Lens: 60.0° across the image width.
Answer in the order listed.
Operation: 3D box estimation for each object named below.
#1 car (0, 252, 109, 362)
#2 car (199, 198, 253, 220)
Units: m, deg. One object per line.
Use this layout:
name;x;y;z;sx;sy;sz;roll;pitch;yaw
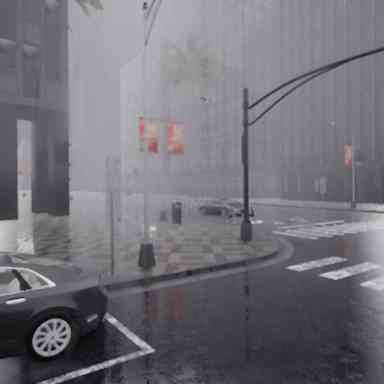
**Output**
car;-3.315;1.554;4.282;4.403;1.369;2.008;-1;0;-35
car;2.312;1.125;23.296;1.994;1.385;4.181;-1;1;-35
